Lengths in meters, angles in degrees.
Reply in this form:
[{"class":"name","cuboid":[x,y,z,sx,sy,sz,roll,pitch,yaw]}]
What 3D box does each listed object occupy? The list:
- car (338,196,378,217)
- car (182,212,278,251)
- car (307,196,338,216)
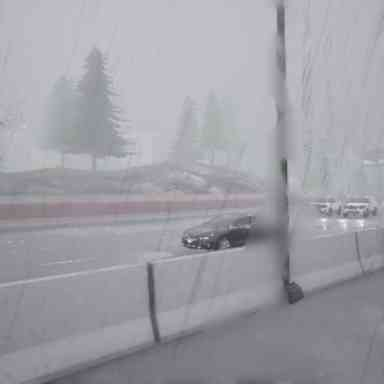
[{"class":"car","cuboid":[17.156,1.447,33.763,2.150,2.045,5.566,-1,-1,42]},{"class":"car","cuboid":[1.795,1.651,14.207,4.892,1.490,1.837,1,-1,-39]},{"class":"car","cuboid":[14.531,1.485,36.078,2.150,2.045,5.566,-1,-1,42]}]
